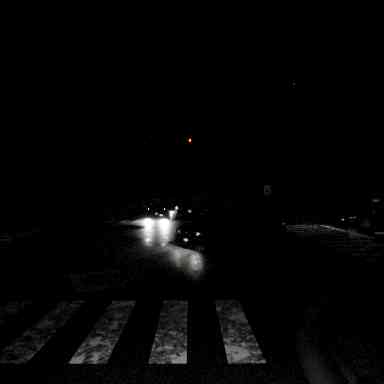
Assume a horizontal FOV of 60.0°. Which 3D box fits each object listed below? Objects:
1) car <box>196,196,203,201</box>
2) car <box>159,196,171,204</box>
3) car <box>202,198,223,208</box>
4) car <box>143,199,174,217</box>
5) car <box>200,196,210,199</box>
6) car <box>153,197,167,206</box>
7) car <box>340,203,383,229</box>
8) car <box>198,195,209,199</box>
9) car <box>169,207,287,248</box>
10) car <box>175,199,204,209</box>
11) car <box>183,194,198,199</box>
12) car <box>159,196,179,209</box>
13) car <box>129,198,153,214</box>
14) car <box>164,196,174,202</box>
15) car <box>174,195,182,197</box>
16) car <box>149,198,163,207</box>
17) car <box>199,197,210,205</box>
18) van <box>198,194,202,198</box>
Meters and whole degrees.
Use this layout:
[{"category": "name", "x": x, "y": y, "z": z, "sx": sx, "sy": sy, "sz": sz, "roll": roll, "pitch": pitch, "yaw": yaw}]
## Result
[{"category": "car", "x": 2.064, "y": 1.693, "z": 90.133, "sx": 1.812, "sy": 1.442, "sz": 4.674, "roll": 0, "pitch": 0, "yaw": 0}, {"category": "car", "x": -5.594, "y": 1.548, "z": 69.245, "sx": 1.967, "sy": 1.590, "sz": 4.097, "roll": 0, "pitch": 0, "yaw": 0}, {"category": "car", "x": 2.364, "y": 1.604, "z": 36.164, "sx": 1.947, "sy": 1.339, "sz": 4.313, "roll": 0, "pitch": 0, "yaw": 0}, {"category": "car", "x": -3.150, "y": 1.633, "z": 32.061, "sx": 1.895, "sy": 1.301, "sz": 4.718, "roll": 0, "pitch": 0, "yaw": 1}, {"category": "car", "x": 2.387, "y": 1.639, "z": 47.187, "sx": 1.802, "sy": 1.307, "sz": 4.206, "roll": 0, "pitch": 0, "yaw": 0}, {"category": "car", "x": -5.616, "y": 1.631, "z": 58.224, "sx": 2.008, "sy": 1.369, "sz": 4.403, "roll": 0, "pitch": 0, "yaw": 0}, {"category": "car", "x": 11.815, "y": 1.461, "z": 20.669, "sx": 4.892, "sy": 1.490, "sz": 1.837, "roll": 0, "pitch": 0, "yaw": 0}, {"category": "car", "x": 2.398, "y": 1.634, "z": 52.697, "sx": 1.947, "sy": 1.339, "sz": 4.313, "roll": 0, "pitch": 0, "yaw": 0}, {"category": "car", "x": 1.914, "y": 1.538, "z": 14.932, "sx": 5.357, "sy": 1.411, "sz": 2.033, "roll": 0, "pitch": 0, "yaw": -35}, {"category": "car", "x": -0.229, "y": 1.592, "z": 29.878, "sx": 1.994, "sy": 1.385, "sz": 4.181, "roll": 0, "pitch": 0, "yaw": -2}, {"category": "car", "x": -0.217, "y": 1.657, "z": 63.732, "sx": 1.994, "sy": 1.385, "sz": 4.181, "roll": 0, "pitch": 0, "yaw": 0}, {"category": "car", "x": -3.107, "y": 1.612, "z": 42.017, "sx": 1.994, "sy": 1.385, "sz": 4.181, "roll": 0, "pitch": 0, "yaw": 1}, {"category": "car", "x": -5.661, "y": 1.478, "z": 36.181, "sx": 1.967, "sy": 1.590, "sz": 4.097, "roll": 0, "pitch": 0, "yaw": 0}, {"category": "car", "x": -5.571, "y": 1.690, "z": 80.267, "sx": 2.008, "sy": 1.369, "sz": 4.403, "roll": 0, "pitch": 0, "yaw": 0}, {"category": "car", "x": -3.075, "y": 1.633, "z": 53.534, "sx": 1.994, "sy": 1.385, "sz": 4.181, "roll": 0, "pitch": 0, "yaw": 0}, {"category": "car", "x": -5.627, "y": 1.650, "z": 52.713, "sx": 1.802, "sy": 1.307, "sz": 4.206, "roll": 0, "pitch": 0, "yaw": 0}, {"category": "car", "x": 2.420, "y": 1.644, "z": 63.718, "sx": 2.008, "sy": 1.369, "sz": 4.403, "roll": 0, "pitch": 0, "yaw": 0}, {"category": "van", "x": 2.409, "y": 1.421, "z": 58.208, "sx": 1.690, "sy": 1.788, "sz": 3.998, "roll": 0, "pitch": 0, "yaw": 0}]
